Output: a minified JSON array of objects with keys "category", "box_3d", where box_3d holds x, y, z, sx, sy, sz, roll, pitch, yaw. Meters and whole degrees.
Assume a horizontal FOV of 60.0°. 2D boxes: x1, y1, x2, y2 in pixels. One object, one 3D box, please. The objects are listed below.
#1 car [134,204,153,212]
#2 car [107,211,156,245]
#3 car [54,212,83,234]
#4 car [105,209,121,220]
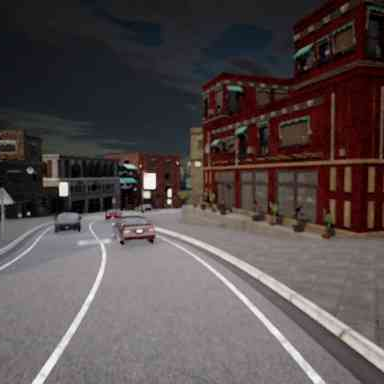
[{"category":"car","box_3d":[-9.774,3.214,67.490,2.097,1.767,4.553,1,-1,21]},{"category":"car","box_3d":[-3.404,2.061,18.936,2.033,1.411,5.357,-2,-1,-18]},{"category":"car","box_3d":[-9.715,2.345,26.216,1.882,1.535,5.008,-2,-1,-18]},{"category":"car","box_3d":[-9.793,2.836,42.214,1.895,1.301,4.718,-1,-2,-7]}]
